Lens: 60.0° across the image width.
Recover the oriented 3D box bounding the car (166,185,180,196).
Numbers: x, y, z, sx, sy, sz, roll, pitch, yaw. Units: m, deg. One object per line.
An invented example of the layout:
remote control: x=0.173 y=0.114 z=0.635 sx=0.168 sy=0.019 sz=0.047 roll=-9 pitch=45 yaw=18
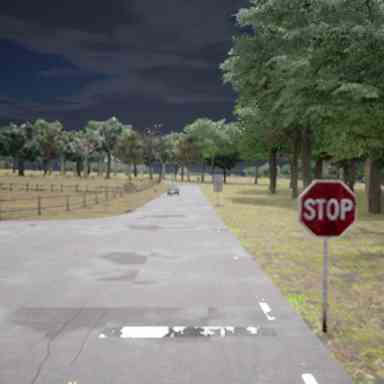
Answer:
car: x=-2.875 y=-0.251 z=51.473 sx=2.128 sy=1.511 sz=4.902 roll=0 pitch=3 yaw=0
